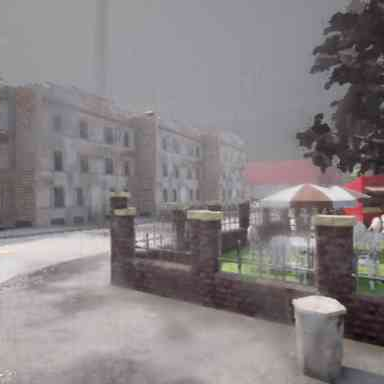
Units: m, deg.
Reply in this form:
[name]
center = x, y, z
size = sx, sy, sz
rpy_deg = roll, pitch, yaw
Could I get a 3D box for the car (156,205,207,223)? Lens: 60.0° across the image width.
[car]
center = -0.524, 1.721, 26.866
size = 2.033, 1.411, 5.357
rpy_deg = -1, 0, 35
